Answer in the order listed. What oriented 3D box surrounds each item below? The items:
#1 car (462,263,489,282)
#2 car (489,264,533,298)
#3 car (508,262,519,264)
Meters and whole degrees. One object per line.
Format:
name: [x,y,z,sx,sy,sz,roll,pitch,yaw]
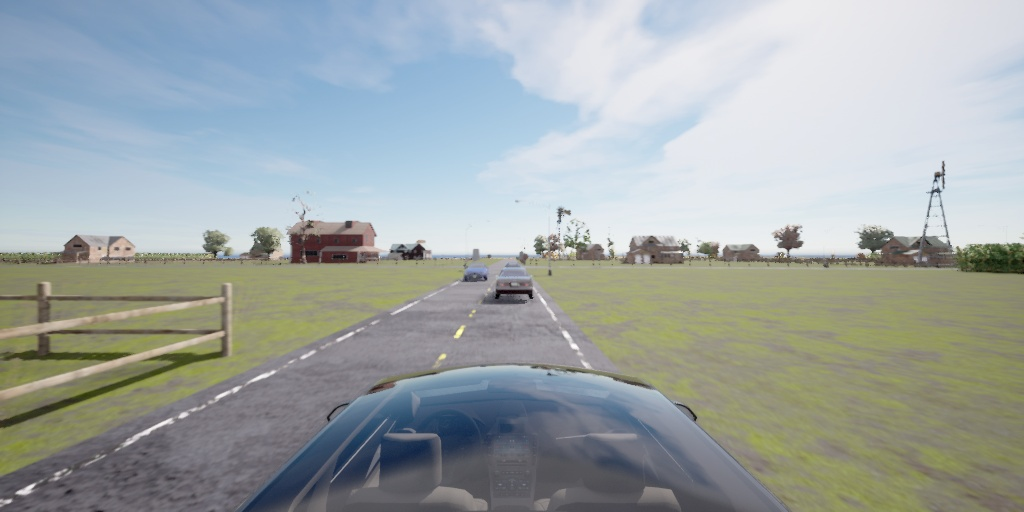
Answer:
car: [-2.839,1.280,29.577,1.812,1.442,4.674,0,0,0]
car: [0.107,1.301,18.368,2.033,1.411,5.357,0,0,0]
car: [0.108,1.318,37.950,1.994,1.385,4.181,0,0,0]
